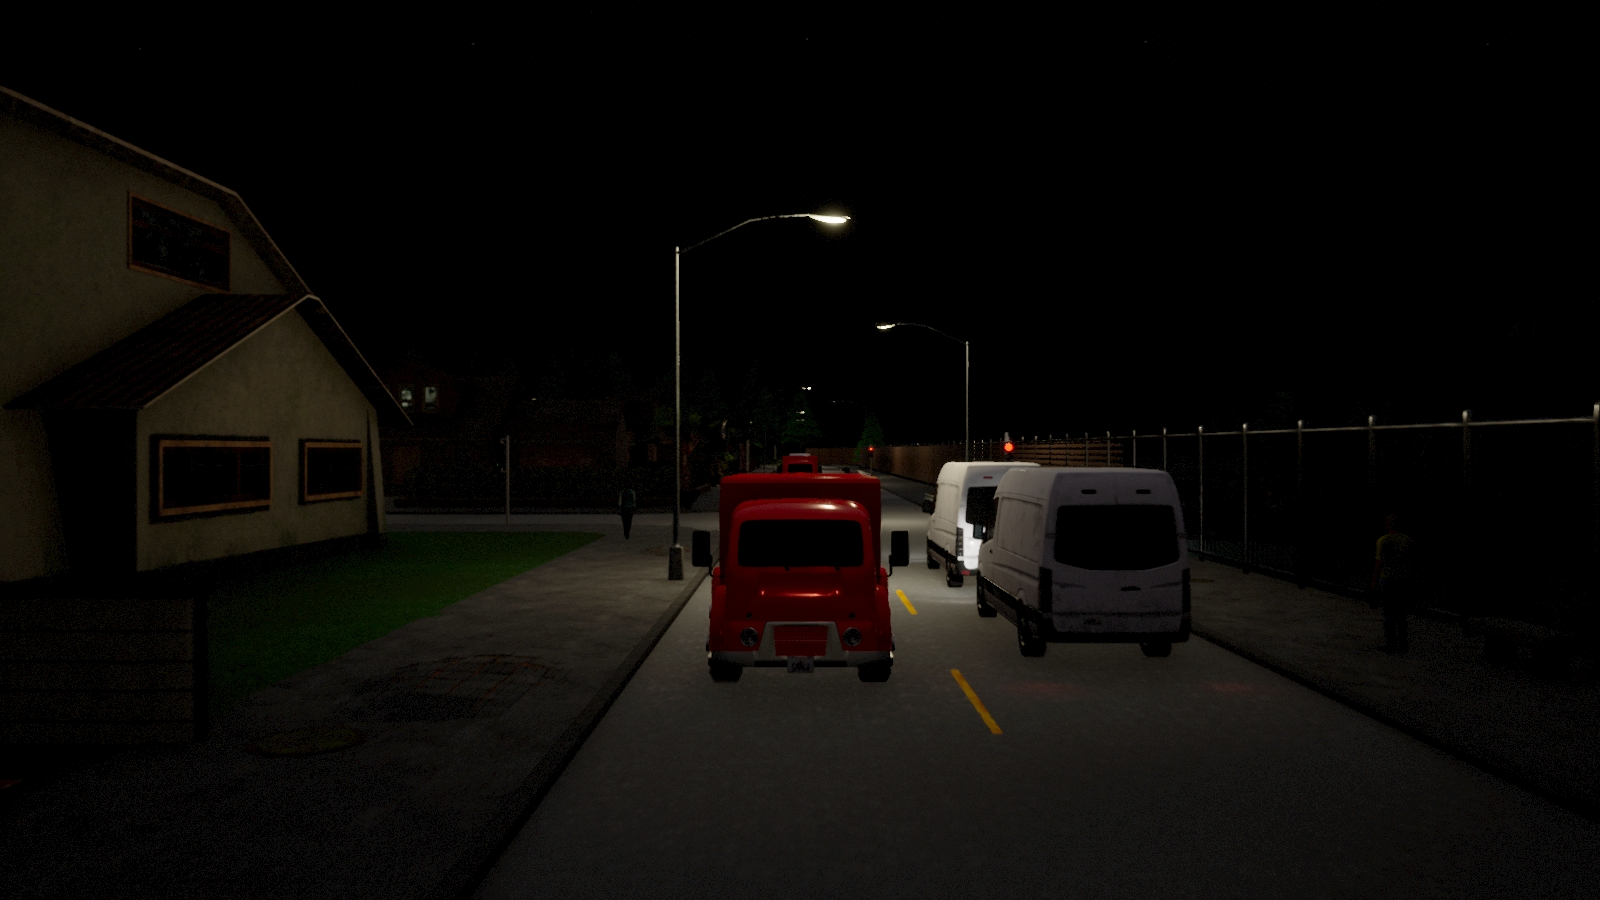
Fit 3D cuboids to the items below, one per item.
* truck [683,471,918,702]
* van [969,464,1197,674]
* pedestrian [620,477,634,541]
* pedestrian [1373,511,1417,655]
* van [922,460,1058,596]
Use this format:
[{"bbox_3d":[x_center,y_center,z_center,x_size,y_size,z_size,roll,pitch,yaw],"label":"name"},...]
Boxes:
[{"bbox_3d":[-0.003,1.565,15.340,2.627,2.467,5.204,0,0,0],"label":"truck"},{"bbox_3d":[3.997,1.534,17.315,1.988,2.561,5.915,0,0,0],"label":"van"},{"bbox_3d":[-5.096,1.738,33.734,0.375,1.860,0.375,0,0,-4],"label":"pedestrian"},{"bbox_3d":[7.866,1.746,15.111,0.375,1.860,0.375,0,0,0],"label":"pedestrian"},{"bbox_3d":[3.997,1.535,25.071,1.988,2.561,5.915,0,0,0],"label":"van"}]
